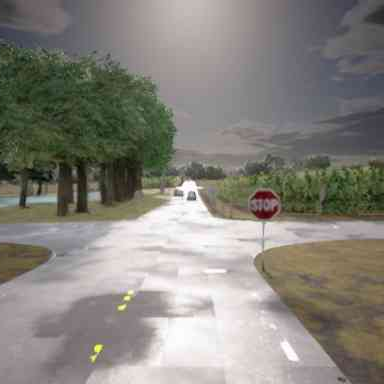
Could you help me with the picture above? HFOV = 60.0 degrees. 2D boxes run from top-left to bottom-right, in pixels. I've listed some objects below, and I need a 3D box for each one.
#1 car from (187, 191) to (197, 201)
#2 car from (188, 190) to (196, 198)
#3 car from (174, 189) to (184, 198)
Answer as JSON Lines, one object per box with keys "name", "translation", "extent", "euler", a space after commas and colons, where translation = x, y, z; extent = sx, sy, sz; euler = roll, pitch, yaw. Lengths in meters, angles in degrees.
{"name": "car", "translation": [-0.016, 0.944, 66.194], "extent": [1.994, 1.385, 4.181], "euler": [0, 1, 0]}
{"name": "car", "translation": [-0.018, 0.407, 76.183], "extent": [1.882, 1.535, 5.008], "euler": [0, 2, 0]}
{"name": "car", "translation": [-2.766, 0.241, 70.376], "extent": [2.097, 1.767, 4.553], "euler": [0, 2, 0]}
